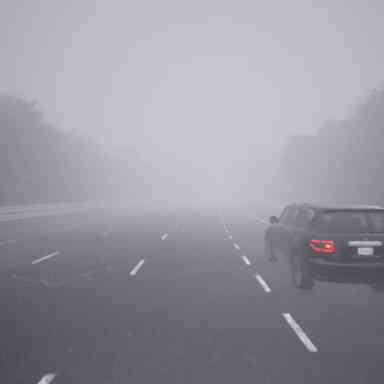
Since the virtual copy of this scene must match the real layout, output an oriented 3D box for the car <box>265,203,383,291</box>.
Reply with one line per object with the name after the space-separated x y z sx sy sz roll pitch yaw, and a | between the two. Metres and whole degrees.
3.593 1.306 9.437 2.150 2.045 5.566 0 0 1 | car
